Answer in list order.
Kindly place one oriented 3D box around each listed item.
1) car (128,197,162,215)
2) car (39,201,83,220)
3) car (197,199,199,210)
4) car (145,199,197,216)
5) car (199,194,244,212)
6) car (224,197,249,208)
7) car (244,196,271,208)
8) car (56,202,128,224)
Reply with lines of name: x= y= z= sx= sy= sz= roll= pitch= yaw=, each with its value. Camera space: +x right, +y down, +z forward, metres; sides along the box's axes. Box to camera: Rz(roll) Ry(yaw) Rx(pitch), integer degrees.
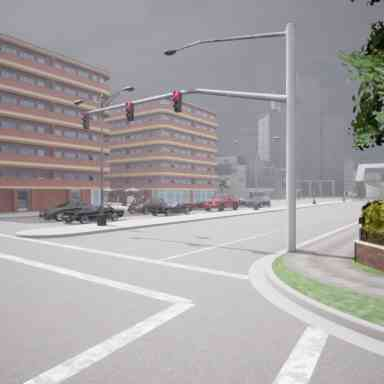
car: x=-4.562 y=1.352 z=34.649 sx=2.097 sy=1.767 sz=4.553 roll=0 pitch=0 yaw=35
car: x=-9.967 y=1.505 z=27.238 sx=1.837 sy=1.490 sz=4.892 roll=0 pitch=0 yaw=36
car: x=0.693 y=1.601 z=41.864 sx=1.895 sy=1.301 sz=4.718 roll=0 pitch=0 yaw=36
car: x=-1.952 y=1.599 z=32.299 sx=1.895 sy=1.301 sz=4.718 roll=0 pitch=0 yaw=36
car: x=3.625 y=1.221 z=39.942 sx=2.150 sy=2.045 sz=5.566 roll=0 pitch=0 yaw=36
car: x=6.746 y=1.526 z=50.123 sx=1.812 sy=1.442 sz=4.674 roll=0 pitch=0 yaw=36
car: x=9.680 y=1.352 z=48.206 sx=2.097 sy=1.767 sz=4.553 roll=0 pitch=0 yaw=36
car: x=-7.364 y=1.601 z=24.903 sx=1.895 sy=1.301 sz=4.718 roll=0 pitch=0 yaw=33
